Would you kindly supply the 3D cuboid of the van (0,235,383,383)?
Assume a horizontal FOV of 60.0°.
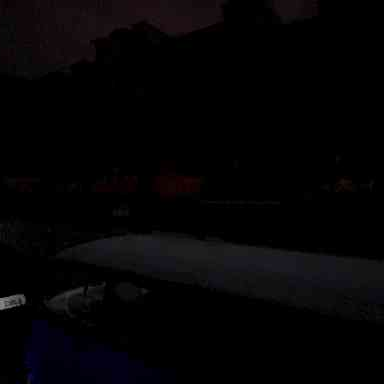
[{"bbox_3d":[0.365,1.335,2.564,3.998,1.788,1.690,0,0,36],"label":"van"}]
